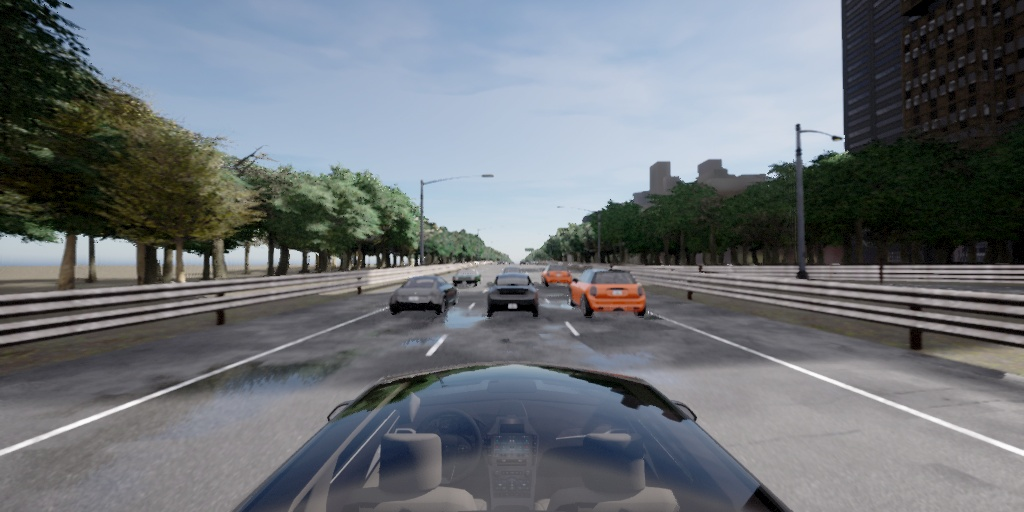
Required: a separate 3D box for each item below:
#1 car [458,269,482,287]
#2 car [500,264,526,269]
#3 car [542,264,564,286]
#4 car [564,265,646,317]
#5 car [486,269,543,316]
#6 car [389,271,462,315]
[{"bbox_3d":[-3.473,1.712,28.558,1.895,1.301,4.718,0,-1,0],"label":"car"},{"bbox_3d":[0.032,1.625,29.196,1.837,1.490,4.892,0,0,1],"label":"car"},{"bbox_3d":[3.533,1.470,29.109,2.097,1.767,4.553,0,-1,0],"label":"car"},{"bbox_3d":[3.538,1.274,14.113,2.097,1.767,4.553,0,-1,0],"label":"car"},{"bbox_3d":[0.038,1.430,14.211,1.837,1.490,4.892,0,0,0],"label":"car"},{"bbox_3d":[-3.456,1.495,14.672,1.994,1.385,4.181,0,-1,0],"label":"car"}]
